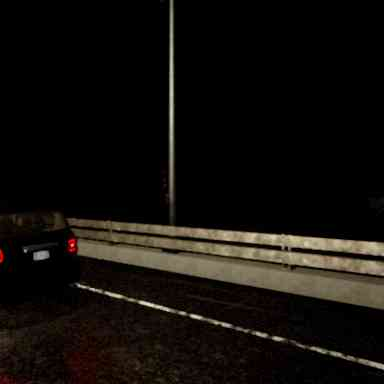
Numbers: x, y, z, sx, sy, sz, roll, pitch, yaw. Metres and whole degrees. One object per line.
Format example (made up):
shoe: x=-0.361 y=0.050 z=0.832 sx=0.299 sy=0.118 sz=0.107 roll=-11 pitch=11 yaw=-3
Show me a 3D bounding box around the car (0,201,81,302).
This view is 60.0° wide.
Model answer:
car: x=-4.851 y=1.216 z=7.453 sx=5.566 sy=2.045 sz=2.150 roll=0 pitch=0 yaw=36
